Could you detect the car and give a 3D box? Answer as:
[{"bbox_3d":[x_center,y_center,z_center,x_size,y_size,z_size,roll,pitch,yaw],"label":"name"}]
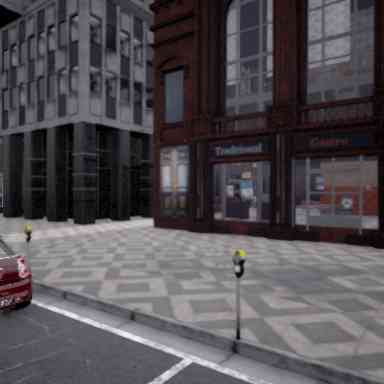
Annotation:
[{"bbox_3d":[-4.984,1.431,6.523,4.097,1.590,1.967,0,0,36],"label":"car"}]
